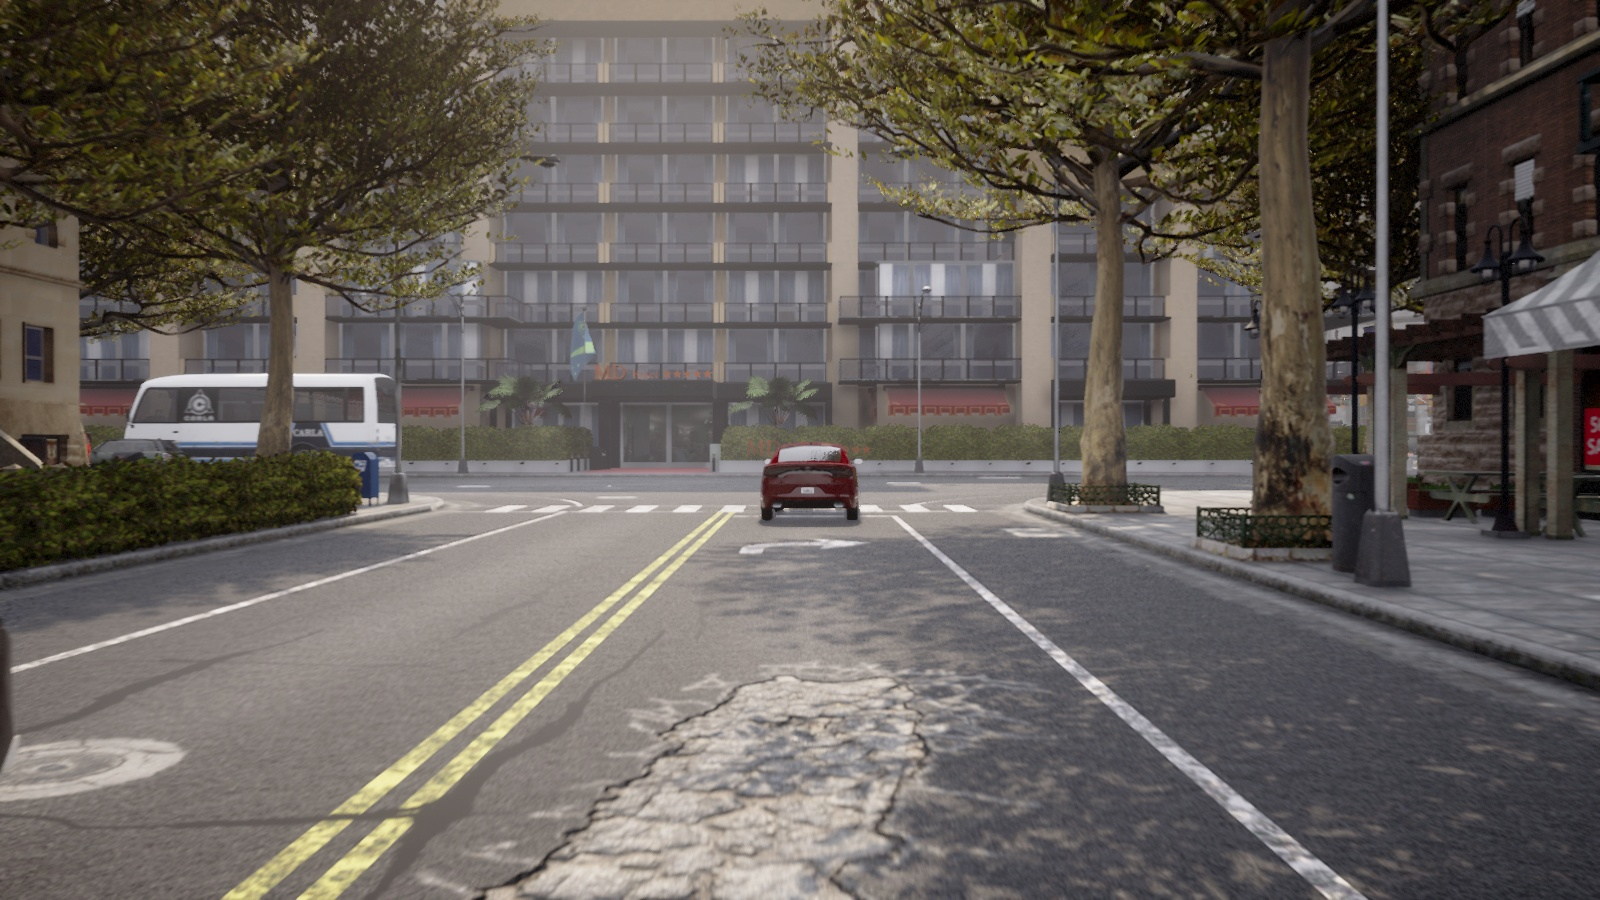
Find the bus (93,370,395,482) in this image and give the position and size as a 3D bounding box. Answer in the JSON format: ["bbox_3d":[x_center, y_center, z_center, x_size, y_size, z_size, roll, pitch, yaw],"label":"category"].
[{"bbox_3d":[-21.885,-0.929,49.964,10.273,4.253,3.944,0,0,0],"label":"bus"}]

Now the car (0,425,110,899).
[{"bbox_3d":[-3.474,0.689,1.914,2.128,1.511,4.902,0,0,0],"label":"car"}]

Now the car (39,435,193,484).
[{"bbox_3d":[-25.244,0.323,46.477,4.553,1.767,2.097,0,0,0],"label":"car"}]

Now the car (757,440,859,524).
[{"bbox_3d":[0.271,0.578,25.938,1.882,1.535,5.008,0,1,3],"label":"car"}]
